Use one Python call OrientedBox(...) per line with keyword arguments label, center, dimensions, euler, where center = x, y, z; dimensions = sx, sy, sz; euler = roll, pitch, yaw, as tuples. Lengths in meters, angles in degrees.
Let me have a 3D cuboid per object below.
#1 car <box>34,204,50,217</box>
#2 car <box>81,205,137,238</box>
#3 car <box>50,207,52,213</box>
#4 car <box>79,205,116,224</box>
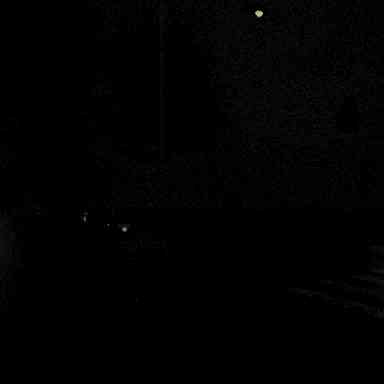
OrientedBox(label="car", center=(-18.881, 2.262, 40.242), dimensions=(1.812, 1.442, 4.674), euler=(0, -1, -34))
OrientedBox(label="car", center=(-4.896, 1.745, 19.470), dimensions=(2.128, 1.511, 4.902), euler=(0, -1, -34))
OrientedBox(label="car", center=(-23.222, 2.550, 51.772), dimensions=(1.994, 1.385, 4.181), euler=(0, -2, -35))
OrientedBox(label="car", center=(-8.687, 1.966, 30.319), dimensions=(1.837, 1.490, 4.892), euler=(0, -1, -34))
